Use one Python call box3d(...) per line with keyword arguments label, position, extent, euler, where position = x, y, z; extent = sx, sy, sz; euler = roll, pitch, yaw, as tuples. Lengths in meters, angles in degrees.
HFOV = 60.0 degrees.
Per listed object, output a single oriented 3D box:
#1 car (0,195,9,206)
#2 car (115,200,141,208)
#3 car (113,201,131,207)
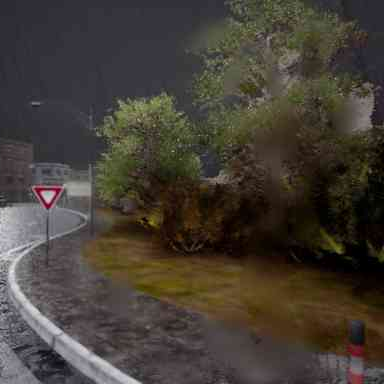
box3d(label="car", position=(-26.363, 1.039, 43.704), extent=(4.902, 1.511, 2.128), euler=(1, 1, 21))
box3d(label="car", position=(-13.949, 2.696, 72.530), extent=(5.008, 1.535, 2.097), euler=(1, -3, 4))
box3d(label="car", position=(-14.159, 2.526, 69.788), extent=(4.892, 1.521, 2.231), euler=(1, -4, 4))
